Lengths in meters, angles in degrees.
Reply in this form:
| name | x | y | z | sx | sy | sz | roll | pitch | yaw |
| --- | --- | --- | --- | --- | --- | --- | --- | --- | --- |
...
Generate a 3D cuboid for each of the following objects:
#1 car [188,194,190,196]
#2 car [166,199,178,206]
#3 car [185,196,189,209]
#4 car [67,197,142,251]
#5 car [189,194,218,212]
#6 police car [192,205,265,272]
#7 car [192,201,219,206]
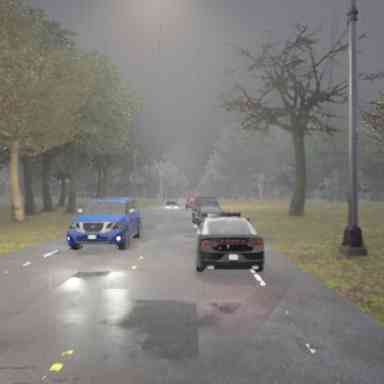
| name | x | y | z | sx | sy | sz | roll | pitch | yaw |
| --- | --- | --- | --- | --- | --- | --- | --- | --- | --- |
| car | 0.045 | 1.455 | 62.506 | 2.150 | 2.045 | 5.566 | 0 | 0 | 0 |
| car | -3.520 | 1.814 | 58.065 | 1.895 | 1.301 | 4.718 | 0 | 0 | 0 |
| car | 0.048 | 1.731 | 47.744 | 1.994 | 1.385 | 4.181 | 0 | 0 | 0 |
| car | -3.589 | 1.268 | 14.709 | 2.150 | 2.045 | 5.566 | 0 | 0 | 0 |
| car | 1.069 | 1.312 | 26.974 | 2.150 | 2.045 | 5.566 | 0 | 0 | 0 |
| police car | 1.057 | 1.460 | 11.051 | 1.930 | 1.638 | 5.238 | 0 | 0 | 0 |
| car | 1.064 | 1.573 | 20.944 | 1.837 | 1.490 | 4.892 | 0 | 0 | 0 |
